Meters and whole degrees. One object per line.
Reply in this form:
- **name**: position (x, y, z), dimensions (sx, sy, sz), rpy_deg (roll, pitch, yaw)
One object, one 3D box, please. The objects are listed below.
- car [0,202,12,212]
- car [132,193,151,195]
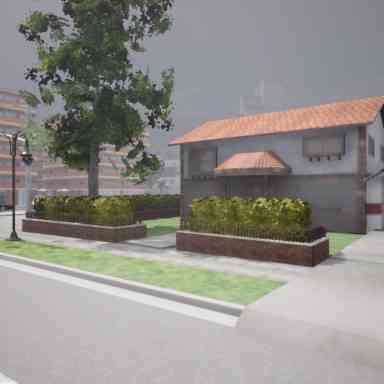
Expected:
- **car**: position (-21.589, 1.601, 35.037), dimensions (1.895, 1.301, 4.718), rpy_deg (0, 0, 33)
- **car**: position (-8.533, 1.223, 52.950), dimensions (2.150, 2.045, 5.566), rpy_deg (0, 0, 36)
